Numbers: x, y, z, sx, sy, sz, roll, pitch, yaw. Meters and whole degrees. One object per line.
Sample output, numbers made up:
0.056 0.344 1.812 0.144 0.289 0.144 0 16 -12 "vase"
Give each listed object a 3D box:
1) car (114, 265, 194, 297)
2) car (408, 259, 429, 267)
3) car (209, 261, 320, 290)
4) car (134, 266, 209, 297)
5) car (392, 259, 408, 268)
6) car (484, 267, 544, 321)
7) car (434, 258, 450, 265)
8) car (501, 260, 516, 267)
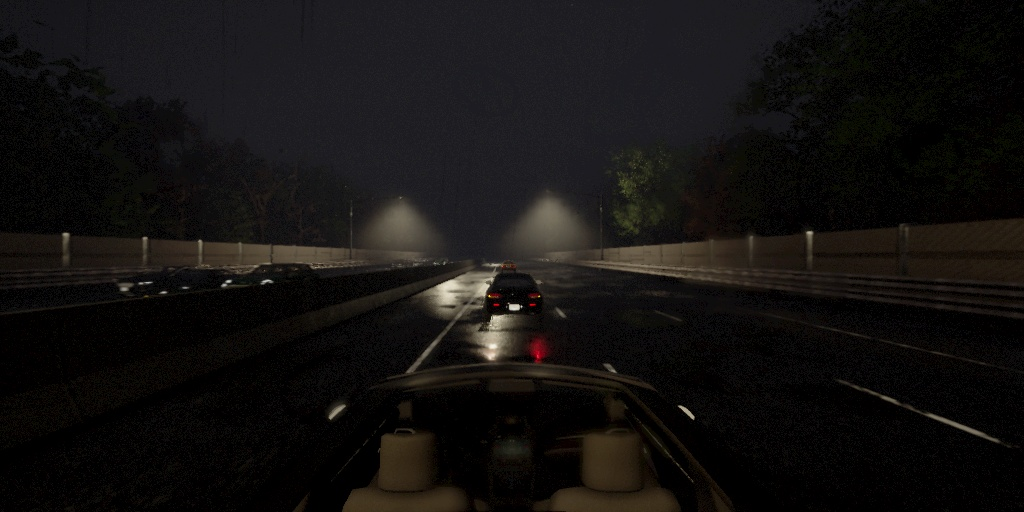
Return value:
-17.695 1.249 18.801 2.128 1.511 4.902 0 0 -1 "car"
-15.000 1.256 59.095 2.128 1.511 4.902 0 0 -1 "car"
-10.673 1.108 16.264 2.097 1.767 4.553 0 0 -1 "car"
-14.176 1.320 16.555 1.994 1.385 4.181 0 0 -1 "car"
-18.516 1.268 59.627 1.837 1.490 4.892 0 0 -1 "car"
0.055 1.279 12.385 1.812 1.442 4.674 0 0 0 "car"
-11.507 1.118 59.285 2.097 1.767 4.553 0 0 -1 "car"
-0.440 1.221 44.544 1.801 1.575 5.366 0 0 -1 "car"
